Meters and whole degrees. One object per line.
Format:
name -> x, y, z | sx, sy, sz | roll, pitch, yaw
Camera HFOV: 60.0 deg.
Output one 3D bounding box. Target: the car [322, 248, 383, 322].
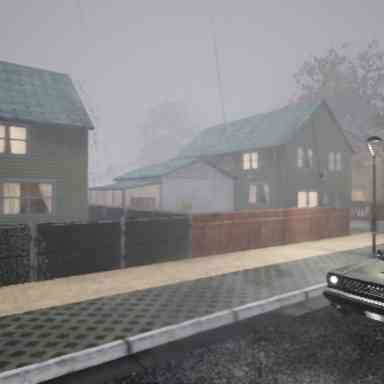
car -> 4.581, 1.574, 6.326 | 4.718, 1.301, 1.895 | 0, 0, -35
